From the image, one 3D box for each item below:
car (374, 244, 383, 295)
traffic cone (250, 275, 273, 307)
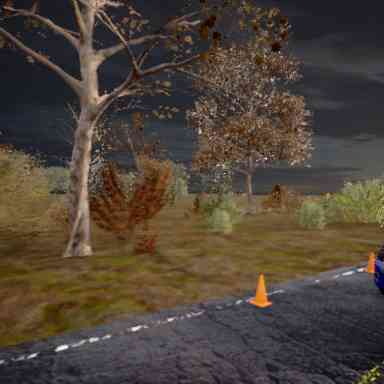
[{"bbox_3d":[6.424,1.336,7.741,5.566,2.045,2.150,1,-1,-38],"label":"car"},{"bbox_3d":[1.448,2.022,6.931,0.340,0.580,0.340,1,-1,-37],"label":"traffic cone"}]
